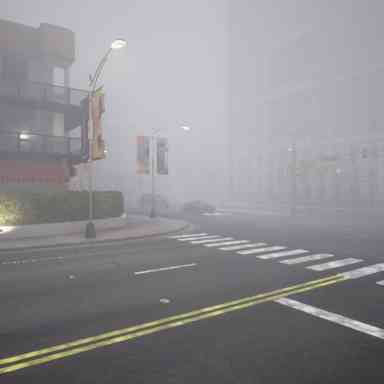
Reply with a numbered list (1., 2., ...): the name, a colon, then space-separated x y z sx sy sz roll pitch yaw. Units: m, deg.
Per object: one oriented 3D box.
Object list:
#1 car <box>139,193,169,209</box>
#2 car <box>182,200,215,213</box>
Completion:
1. car: -5.237 1.221 45.321 2.150 2.045 5.566 0 0 -35
2. car: 0.701 1.564 36.686 1.994 1.385 4.181 0 0 -35
